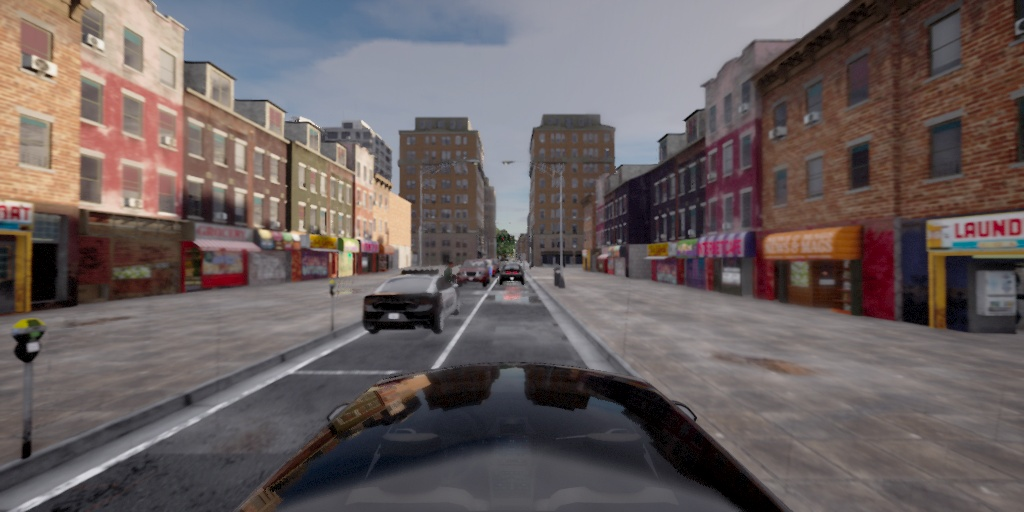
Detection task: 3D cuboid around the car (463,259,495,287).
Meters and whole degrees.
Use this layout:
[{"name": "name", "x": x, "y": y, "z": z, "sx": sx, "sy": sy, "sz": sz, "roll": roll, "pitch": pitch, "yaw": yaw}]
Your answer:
[{"name": "car", "x": -2.644, "y": 1.161, "z": 25.735, "sx": 2.192, "sy": 1.841, "sz": 5.009, "roll": 0, "pitch": 0, "yaw": 0}]

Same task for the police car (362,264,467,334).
[{"name": "police car", "x": -2.753, "y": 1.208, "z": 10.937, "sx": 1.930, "sy": 1.638, "sz": 5.238, "roll": 0, "pitch": 0, "yaw": 0}]

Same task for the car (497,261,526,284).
[{"name": "car", "x": 0.009, "y": 1.378, "z": 28.332, "sx": 1.837, "sy": 1.490, "sz": 4.892, "roll": 0, "pitch": 0, "yaw": 0}]

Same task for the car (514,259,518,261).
[{"name": "car", "x": 0.007, "y": 1.439, "z": 45.053, "sx": 1.882, "sy": 1.535, "sz": 5.008, "roll": 0, "pitch": -1, "yaw": 1}]

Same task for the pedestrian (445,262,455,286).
[{"name": "pedestrian", "x": -2.422, "y": 1.088, "z": 13.951, "sx": 0.375, "sy": 1.860, "sz": 0.375, "roll": 0, "pitch": -1, "yaw": 0}]

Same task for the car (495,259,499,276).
[{"name": "car", "x": -2.648, "y": 1.219, "z": 36.961, "sx": 2.192, "sy": 1.841, "sz": 5.009, "roll": 0, "pitch": 0, "yaw": 0}]
